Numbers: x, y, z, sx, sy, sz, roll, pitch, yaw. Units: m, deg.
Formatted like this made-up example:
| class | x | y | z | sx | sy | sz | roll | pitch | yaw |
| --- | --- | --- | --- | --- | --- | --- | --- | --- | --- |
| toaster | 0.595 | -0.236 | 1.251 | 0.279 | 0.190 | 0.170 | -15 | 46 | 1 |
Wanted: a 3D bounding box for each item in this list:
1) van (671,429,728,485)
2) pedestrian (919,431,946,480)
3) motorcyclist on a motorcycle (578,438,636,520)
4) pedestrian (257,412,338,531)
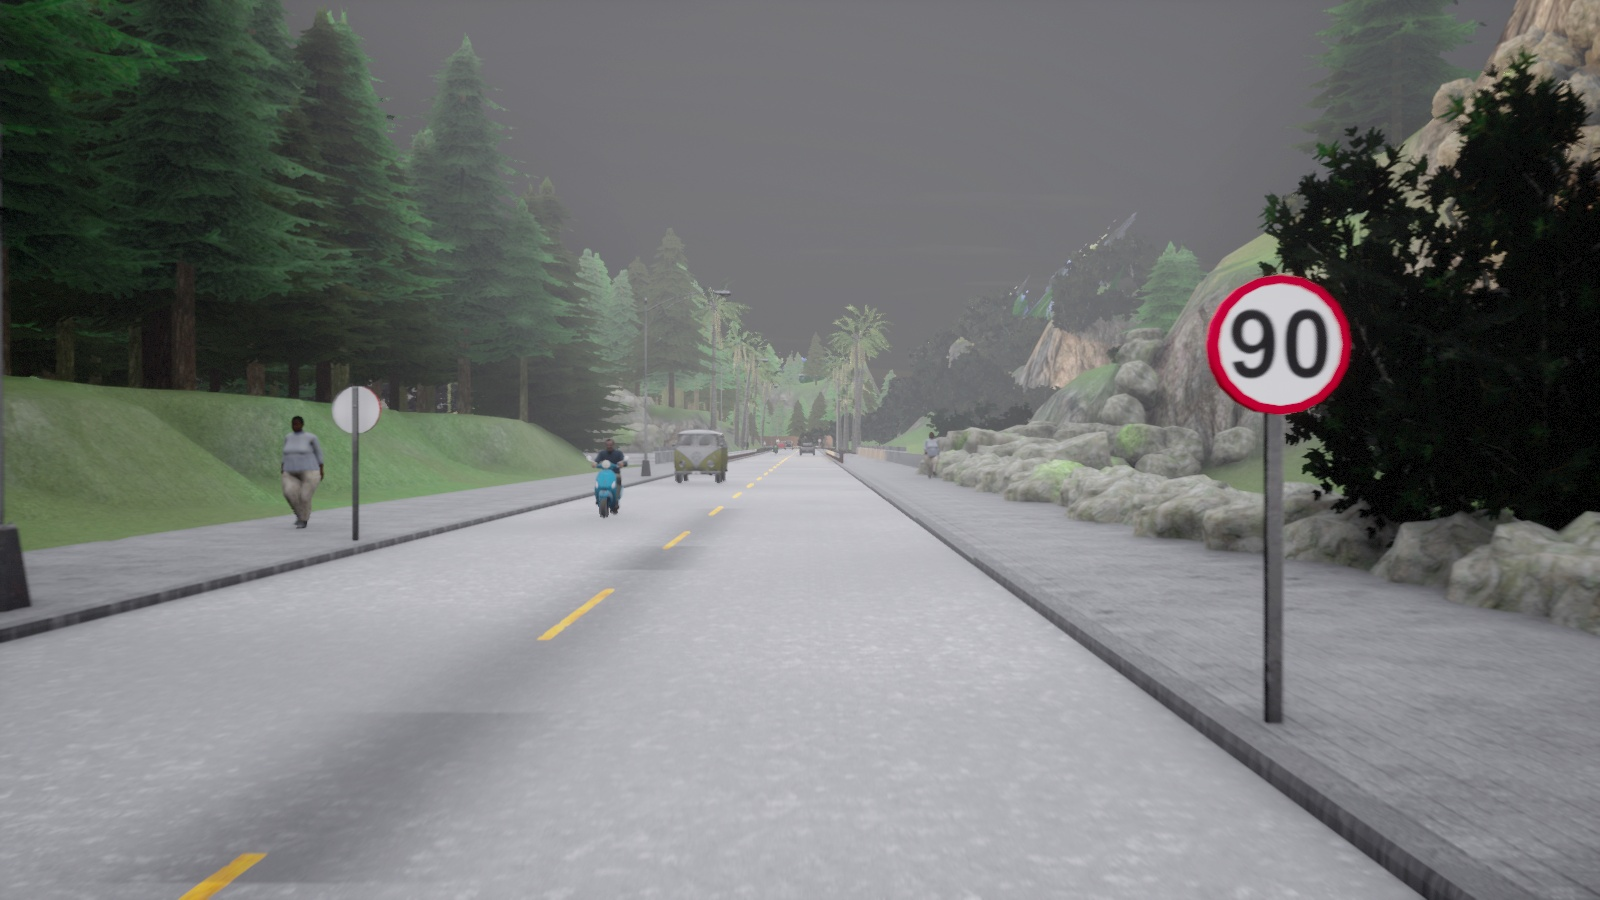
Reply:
| class | x | y | z | sx | sy | sz | roll | pitch | yaw |
| --- | --- | --- | --- | --- | --- | --- | --- | --- | --- |
| van | -3.717 | 0.230 | 47.043 | 1.775 | 1.987 | 4.442 | 0 | 0 | 0 |
| pedestrian | 5.045 | 0.191 | 47.837 | 0.874 | 1.855 | 0.900 | 0 | 0 | -6 |
| motorcyclist on a motorcycle | -3.842 | 0.555 | 25.093 | 0.866 | 1.590 | 1.817 | 0 | 0 | 0 |
| pedestrian | -8.030 | 0.337 | 20.086 | 0.874 | 1.855 | 0.900 | 0 | 0 | 7 |
